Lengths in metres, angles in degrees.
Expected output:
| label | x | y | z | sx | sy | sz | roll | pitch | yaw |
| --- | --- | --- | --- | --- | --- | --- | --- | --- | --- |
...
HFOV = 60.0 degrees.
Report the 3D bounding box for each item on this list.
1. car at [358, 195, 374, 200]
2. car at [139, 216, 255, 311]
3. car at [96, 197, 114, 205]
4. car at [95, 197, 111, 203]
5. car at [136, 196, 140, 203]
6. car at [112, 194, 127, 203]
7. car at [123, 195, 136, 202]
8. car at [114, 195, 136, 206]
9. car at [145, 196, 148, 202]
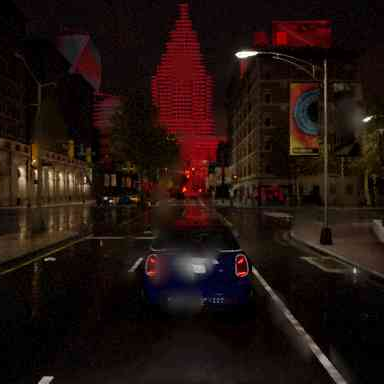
| label | x | y | z | sx | sy | sz | roll | pitch | yaw |
| --- | --- | --- | --- | --- | --- | --- | --- | --- | --- |
| car | 34.687 | 1.481 | 68.621 | 2.231 | 1.521 | 4.892 | 0 | 0 | 0 |
| car | 0.102 | 1.352 | 7.902 | 2.097 | 1.767 | 4.553 | 0 | 0 | 0 |
| car | -14.873 | 1.547 | 57.912 | 2.033 | 1.411 | 5.357 | 0 | 0 | 0 |
| car | -18.012 | 1.595 | 67.415 | 1.895 | 1.301 | 4.718 | 0 | 0 | 0 |
| car | -11.296 | 1.478 | 65.885 | 1.882 | 1.535 | 5.008 | 0 | 0 | 1 |
| car | -14.760 | 1.352 | 68.022 | 2.097 | 1.767 | 4.553 | 0 | 0 | 0 |
| car | -14.723 | 1.525 | 78.423 | 2.128 | 1.511 | 4.902 | 0 | 0 | 0 |
| car | -11.383 | 1.526 | 56.738 | 1.812 | 1.442 | 4.674 | 0 | 0 | 0 |
| car | -11.232 | 1.553 | 75.758 | 1.994 | 1.385 | 4.181 | 0 | 0 | 0 |
